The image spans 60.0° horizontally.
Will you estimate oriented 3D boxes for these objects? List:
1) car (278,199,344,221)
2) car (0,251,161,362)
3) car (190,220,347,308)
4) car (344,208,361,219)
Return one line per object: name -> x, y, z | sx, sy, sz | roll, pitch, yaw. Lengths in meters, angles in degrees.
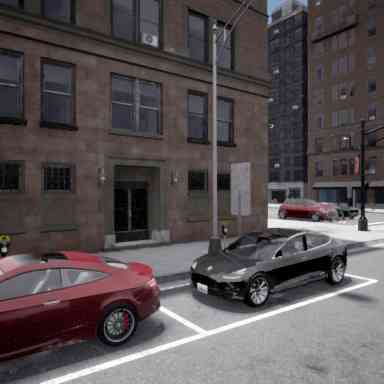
car -> 9.045, 1.342, 26.170 | 2.097, 1.767, 4.553 | 0, 0, -36
car -> -2.457, 1.582, 4.782 | 4.206, 1.307, 1.802 | 0, 0, -35
car -> 1.981, 1.566, 7.947 | 4.313, 1.339, 1.947 | 0, 0, -35
car -> 11.593, 1.580, 28.192 | 1.895, 1.301, 4.718 | 0, 0, -36
